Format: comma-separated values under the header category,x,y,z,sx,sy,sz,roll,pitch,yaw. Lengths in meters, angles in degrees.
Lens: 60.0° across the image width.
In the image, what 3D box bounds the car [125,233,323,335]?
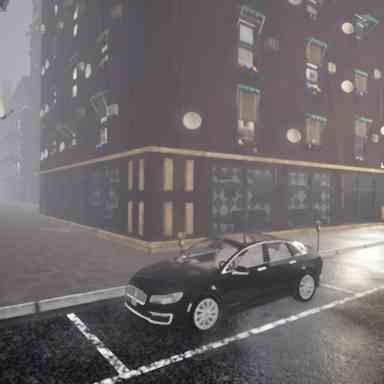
category,x,y,z,sx,sy,sz,roll,pitch,yaw
car,0.840,1.550,6.650,4.403,1.369,2.008,0,1,-36
